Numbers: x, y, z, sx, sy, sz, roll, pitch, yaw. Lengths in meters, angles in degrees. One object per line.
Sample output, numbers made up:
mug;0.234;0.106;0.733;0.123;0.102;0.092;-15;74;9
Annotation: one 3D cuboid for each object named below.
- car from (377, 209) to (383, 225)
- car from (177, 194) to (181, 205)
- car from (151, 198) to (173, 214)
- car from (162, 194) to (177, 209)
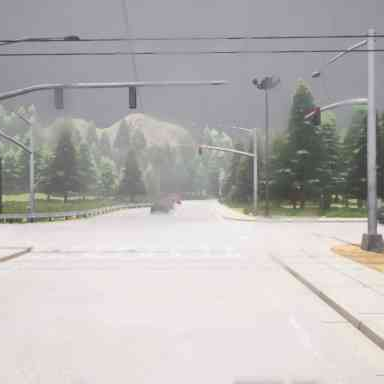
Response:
car;14.611;1.362;22.105;4.553;1.767;2.097;0;0;1
car;-3.296;1.399;61.599;2.150;2.045;5.566;0;0;2
car;-3.548;1.718;37.646;1.895;1.301;4.718;0;0;0
car;-3.525;1.488;44.769;2.097;1.767;4.553;0;0;0
